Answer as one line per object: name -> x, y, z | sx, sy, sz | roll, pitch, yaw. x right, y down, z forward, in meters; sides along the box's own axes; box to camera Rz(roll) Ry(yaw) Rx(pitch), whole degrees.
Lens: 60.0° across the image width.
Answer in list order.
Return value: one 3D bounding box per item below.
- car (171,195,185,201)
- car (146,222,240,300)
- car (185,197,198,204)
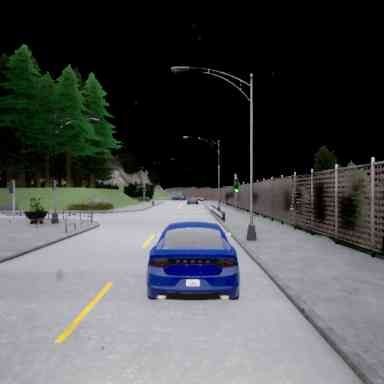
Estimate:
car -> -3.453, 1.584, 87.610 | 4.674, 1.442, 1.812 | 0, 0, 40
car -> 0.039, 1.484, 8.443 | 1.882, 1.535, 5.008 | 0, 0, 1
car -> 0.136, 1.607, 64.026 | 1.994, 1.385, 4.181 | 0, 0, 0
